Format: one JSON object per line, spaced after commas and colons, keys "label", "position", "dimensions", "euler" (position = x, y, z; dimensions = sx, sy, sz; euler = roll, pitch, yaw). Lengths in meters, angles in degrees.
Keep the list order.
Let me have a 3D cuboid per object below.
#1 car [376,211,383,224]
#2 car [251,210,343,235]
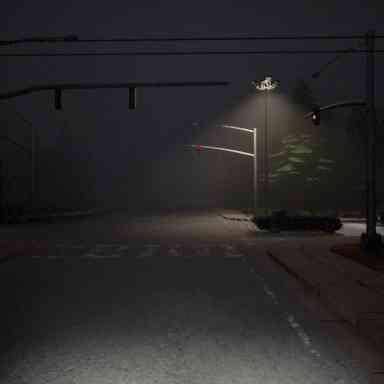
{"label": "car", "position": [14.897, 1.513, 22.164], "dimensions": [4.892, 1.490, 1.837], "euler": [0, 0, 1]}
{"label": "car", "position": [5.793, 1.643, 18.631], "dimensions": [4.718, 1.301, 1.895], "euler": [0, 0, 1]}
